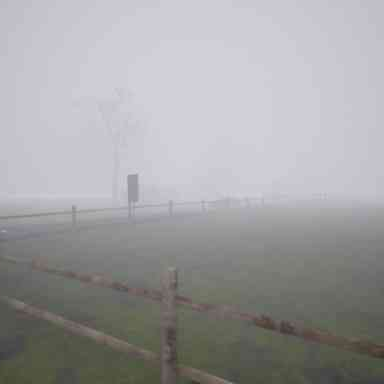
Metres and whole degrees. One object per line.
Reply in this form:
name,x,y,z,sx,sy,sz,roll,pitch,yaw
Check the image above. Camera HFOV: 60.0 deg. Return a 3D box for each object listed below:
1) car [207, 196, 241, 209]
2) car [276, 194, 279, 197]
car,3.808,1.144,38.267,2.033,1.411,5.357,-1,0,35
car,12.719,0.590,50.882,2.128,1.511,4.902,-1,0,35
